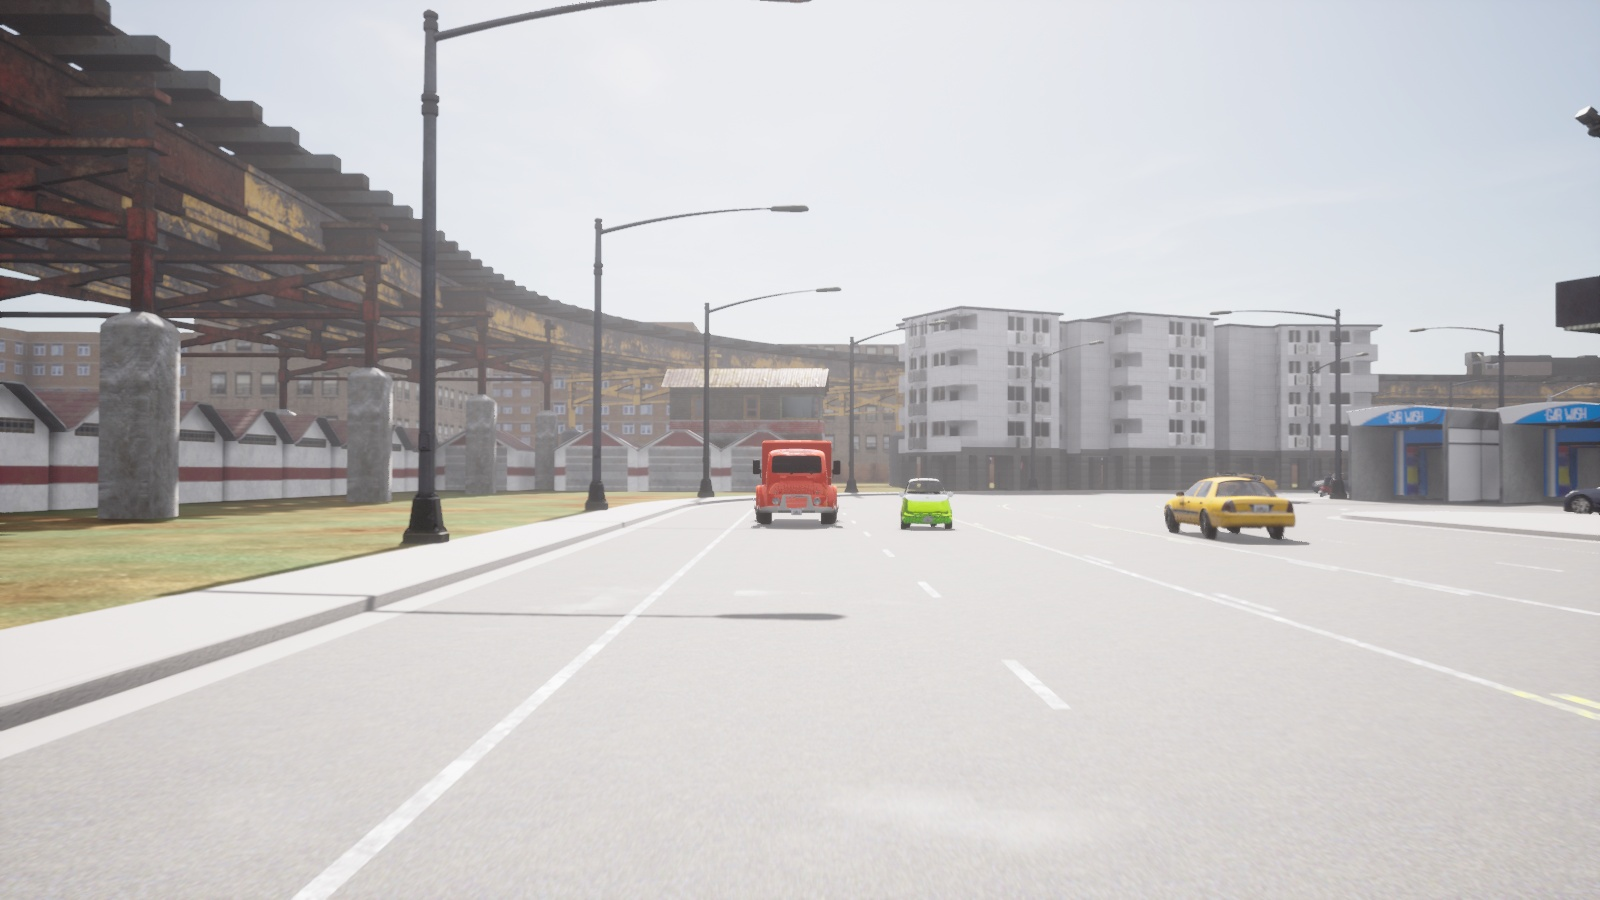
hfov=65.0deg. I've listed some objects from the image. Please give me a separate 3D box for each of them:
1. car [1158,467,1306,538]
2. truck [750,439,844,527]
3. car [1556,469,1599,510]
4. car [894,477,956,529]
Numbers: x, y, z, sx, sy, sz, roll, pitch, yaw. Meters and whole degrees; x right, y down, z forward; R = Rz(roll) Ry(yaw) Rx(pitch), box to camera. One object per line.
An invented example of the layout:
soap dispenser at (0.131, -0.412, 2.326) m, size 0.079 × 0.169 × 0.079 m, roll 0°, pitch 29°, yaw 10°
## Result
car at (10.404, 1.226, 30.708) m, size 1.801 × 1.575 × 5.366 m, roll 0°, pitch -1°, yaw 0°
truck at (-0.097, 0.963, 37.909) m, size 2.627 × 2.467 × 5.204 m, roll 0°, pitch -1°, yaw 0°
car at (29.794, 1.419, 45.315) m, size 1.970 × 1.475 × 3.806 m, roll 0°, pitch -1°, yaw -31°
car at (3.415, 1.434, 34.518) m, size 1.481 × 1.376 × 2.207 m, roll 0°, pitch -1°, yaw 0°
